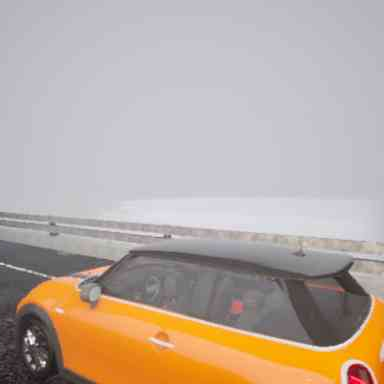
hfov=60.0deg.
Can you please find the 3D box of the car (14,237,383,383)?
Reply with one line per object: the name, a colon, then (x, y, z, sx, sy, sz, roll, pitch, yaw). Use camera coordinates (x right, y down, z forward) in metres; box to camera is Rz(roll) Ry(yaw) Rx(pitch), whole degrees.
car: (-0.128, 1.346, 3.964, 4.553, 1.767, 2.097, 0, 0, 36)
